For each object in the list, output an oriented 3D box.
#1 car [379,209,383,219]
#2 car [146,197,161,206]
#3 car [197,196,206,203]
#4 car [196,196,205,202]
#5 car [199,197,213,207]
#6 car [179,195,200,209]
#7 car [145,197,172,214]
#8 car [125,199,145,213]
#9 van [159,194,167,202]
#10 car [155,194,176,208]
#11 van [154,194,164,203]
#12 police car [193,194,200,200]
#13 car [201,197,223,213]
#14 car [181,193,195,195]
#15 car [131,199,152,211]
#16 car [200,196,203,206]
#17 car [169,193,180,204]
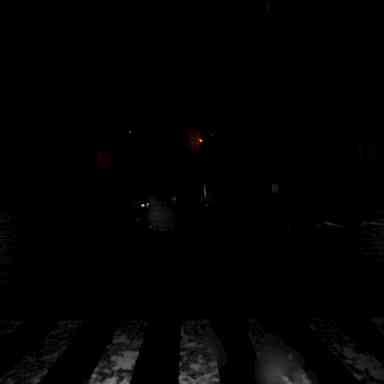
[{"bbox_3d":[14.625,1.294,21.105,4.718,1.301,1.895,-1,0,-1],"label":"car"},{"bbox_3d":[-6.441,1.553,55.892,1.947,1.339,4.313,0,0,-1],"label":"car"},{"bbox_3d":[1.907,1.513,68.112,1.752,1.417,4.829,0,0,-1],"label":"car"},{"bbox_3d":[1.833,1.555,73.231,1.947,1.339,4.313,0,0,-1],"label":"car"},{"bbox_3d":[2.131,1.537,52.782,2.008,1.369,4.403,0,0,-1],"label":"car"},{"bbox_3d":[-0.407,1.478,44.335,2.128,1.511,4.902,0,0,-1],"label":"car"},{"bbox_3d":[-3.473,1.552,34.735,1.994,1.385,4.181,0,0,-2],"label":"car"},{"bbox_3d":[-6.156,1.539,36.330,2.008,1.369,4.403,0,0,-1],"label":"car"},{"bbox_3d":[-6.757,1.332,77.543,1.690,1.788,3.998,0,0,-1],"label":"van"},{"bbox_3d":[-3.621,1.465,45.684,1.882,1.535,5.008,0,0,-1],"label":"car"},{"bbox_3d":[-6.599,1.329,66.717,1.690,1.788,3.998,0,0,-1],"label":"van"},{"bbox_3d":[1.185,1.421,90.628,1.930,1.638,5.238,0,0,-1],"label":"police car"},{"bbox_3d":[2.369,1.539,36.451,2.008,1.369,4.403,0,0,-1],"label":"car"},{"bbox_3d":[-0.830,1.480,69.077,2.128,1.511,4.902,0,0,0],"label":"car"},{"bbox_3d":[-6.229,1.538,41.322,2.008,1.369,4.403,0,0,-1],"label":"car"},{"bbox_3d":[2.210,1.531,47.339,1.887,1.381,4.507,0,0,-1],"label":"car"},{"bbox_3d":[-3.820,1.339,61.649,2.097,1.767,4.553,0,0,0],"label":"car"}]
